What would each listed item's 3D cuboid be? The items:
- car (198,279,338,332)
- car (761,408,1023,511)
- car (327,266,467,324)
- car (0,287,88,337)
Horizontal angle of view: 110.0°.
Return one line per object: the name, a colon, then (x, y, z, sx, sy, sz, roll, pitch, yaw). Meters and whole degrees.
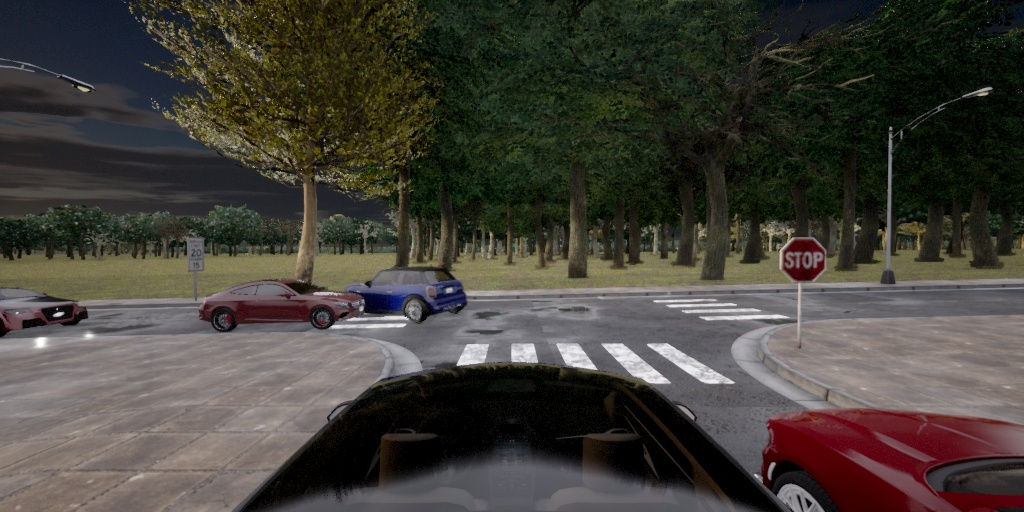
car: (-7.033, 1.433, 11.181, 4.674, 1.442, 1.812, -1, 1, 0)
car: (2.635, 1.295, 0.740, 1.888, 1.381, 4.507, 0, 0, 0)
car: (-3.881, 1.158, 12.468, 4.553, 1.767, 2.097, -1, 2, 28)
car: (-16.144, 1.692, 11.179, 4.181, 1.385, 1.994, -1, 1, 0)
